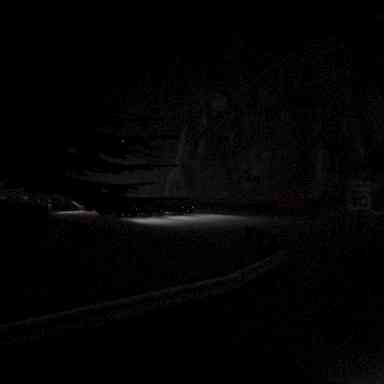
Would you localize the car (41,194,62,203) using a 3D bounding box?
[{"bbox_3d":[-26.250,1.256,62.162,2.128,1.511,4.902,0,1,-43],"label":"car"}]

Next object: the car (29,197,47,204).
[{"bbox_3d":[-26.160,1.036,56.876,2.150,2.045,5.566,0,0,-42],"label":"car"}]

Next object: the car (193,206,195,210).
[{"bbox_3d":[-1.905,1.646,35.973,1.895,1.301,4.718,0,0,-43],"label":"car"}]

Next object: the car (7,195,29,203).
[{"bbox_3d":[-29.216,1.292,55.030,2.128,1.511,4.902,0,1,-42],"label":"car"}]

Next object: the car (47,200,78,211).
[{"bbox_3d":[-15.492,1.525,40.248,1.812,1.442,4.674,0,0,-43],"label":"car"}]
